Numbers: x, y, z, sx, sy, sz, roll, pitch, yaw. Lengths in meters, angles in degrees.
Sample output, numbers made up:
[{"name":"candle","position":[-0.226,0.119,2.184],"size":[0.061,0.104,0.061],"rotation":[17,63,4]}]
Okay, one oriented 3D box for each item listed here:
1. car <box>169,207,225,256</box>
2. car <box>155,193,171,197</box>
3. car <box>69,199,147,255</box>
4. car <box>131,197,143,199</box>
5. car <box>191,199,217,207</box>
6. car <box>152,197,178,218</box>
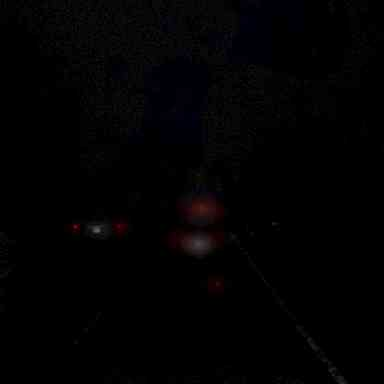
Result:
[{"name":"car","position":[0.312,1.525,13.108],"size":[1.812,1.442,4.674],"rotation":[0,0,2]},{"name":"car","position":[-4.441,1.217,51.432],"size":[2.150,2.045,5.566],"rotation":[0,0,5]},{"name":"car","position":[-3.174,1.348,13.488],"size":[2.097,1.767,4.553],"rotation":[0,0,2]},{"name":"car","position":[-8.168,1.469,49.013],"size":[1.882,1.535,5.008],"rotation":[0,0,5]},{"name":"car","position":[1.000,1.349,28.263],"size":[2.097,1.767,4.553],"rotation":[0,0,4]},{"name":"car","position":[-2.374,1.474,30.301],"size":[1.882,1.535,5.008],"rotation":[0,0,4]}]
